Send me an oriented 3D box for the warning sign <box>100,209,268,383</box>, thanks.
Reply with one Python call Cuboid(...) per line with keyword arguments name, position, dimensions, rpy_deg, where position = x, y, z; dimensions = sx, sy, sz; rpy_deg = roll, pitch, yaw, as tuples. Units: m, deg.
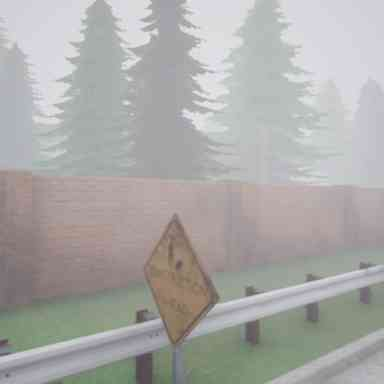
Cuboid(name="warning sign", position=(-0.135, 1.134, 3.219), dimensions=(1.060, 1.860, 1.300), rpy_deg=(1, 0, -35))
